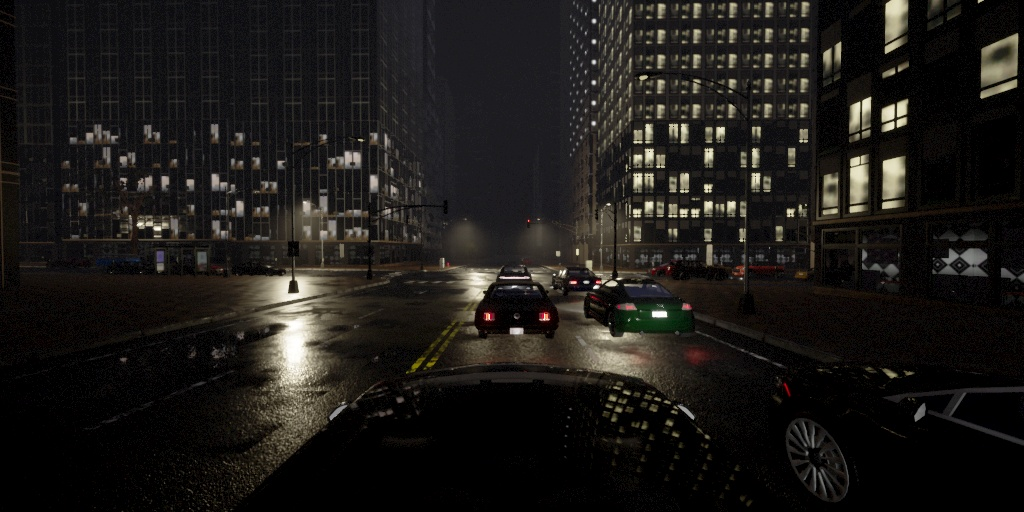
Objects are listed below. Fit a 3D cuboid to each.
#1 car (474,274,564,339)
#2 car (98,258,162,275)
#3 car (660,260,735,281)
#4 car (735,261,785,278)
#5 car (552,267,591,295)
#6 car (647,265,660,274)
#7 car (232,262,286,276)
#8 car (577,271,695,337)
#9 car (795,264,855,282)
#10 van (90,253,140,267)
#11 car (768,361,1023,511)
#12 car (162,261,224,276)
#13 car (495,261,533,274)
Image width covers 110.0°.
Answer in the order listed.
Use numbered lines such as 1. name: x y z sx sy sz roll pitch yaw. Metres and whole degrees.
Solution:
1. car: 0.108 1.347 10.030 1.895 1.301 4.718 0 0 0
2. car: -34.065 1.069 32.515 4.313 1.339 1.948 0 0 1
3. car: 16.223 1.268 31.625 5.009 1.841 2.192 0 0 1
4. car: 25.512 1.294 37.230 4.553 1.767 2.097 1 1 1
5. car: 3.402 1.288 19.487 2.033 1.411 5.357 0 0 -3
6. car: 16.315 1.425 37.401 4.181 1.385 1.994 1 1 1
7. car: -22.701 1.173 32.196 4.313 1.339 1.948 0 0 1
8. car: 3.366 1.310 10.258 1.994 1.385 4.181 0 0 -1
9. car: 27.671 1.578 31.416 4.829 1.417 1.751 0 0 1
10. van: -45.247 0.604 41.187 3.998 1.789 1.690 0 0 1
11. car: 3.340 1.242 1.428 2.128 1.511 4.902 0 0 0
12. car: -28.385 1.137 32.335 4.207 1.307 1.802 0 0 1
13. car: 0.117 1.232 19.286 2.128 1.511 4.902 0 0 0
